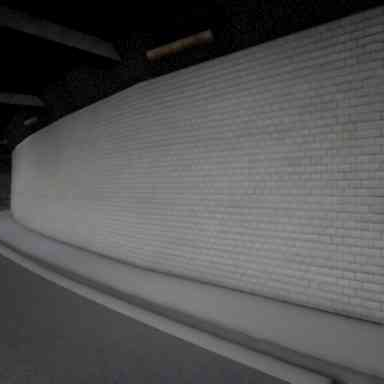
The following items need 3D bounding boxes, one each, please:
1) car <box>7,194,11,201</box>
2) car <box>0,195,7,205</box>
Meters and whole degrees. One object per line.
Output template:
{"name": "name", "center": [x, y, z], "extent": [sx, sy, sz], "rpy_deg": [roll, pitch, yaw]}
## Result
{"name": "car", "center": [-38.342, 1.239, 70.357], "extent": [2.128, 1.511, 4.902], "rpy_deg": [1, 0, -20]}
{"name": "car", "center": [-33.152, 1.337, 56.283], "extent": [1.837, 1.490, 4.892], "rpy_deg": [1, 0, -20]}
